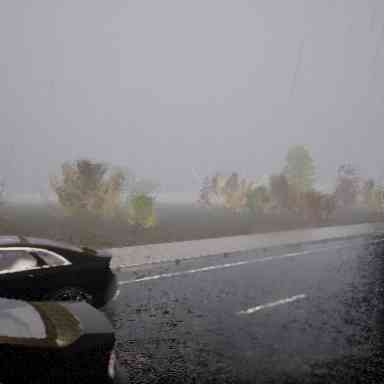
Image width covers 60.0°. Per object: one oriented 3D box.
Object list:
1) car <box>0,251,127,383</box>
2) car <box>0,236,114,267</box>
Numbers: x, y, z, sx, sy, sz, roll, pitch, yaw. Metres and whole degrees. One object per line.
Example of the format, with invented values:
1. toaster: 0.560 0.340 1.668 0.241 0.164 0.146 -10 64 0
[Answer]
1. car: -2.756 1.486 1.722 4.902 1.511 2.128 0 0 -35
2. car: -3.581 1.493 5.124 4.902 1.511 2.128 0 0 -36
